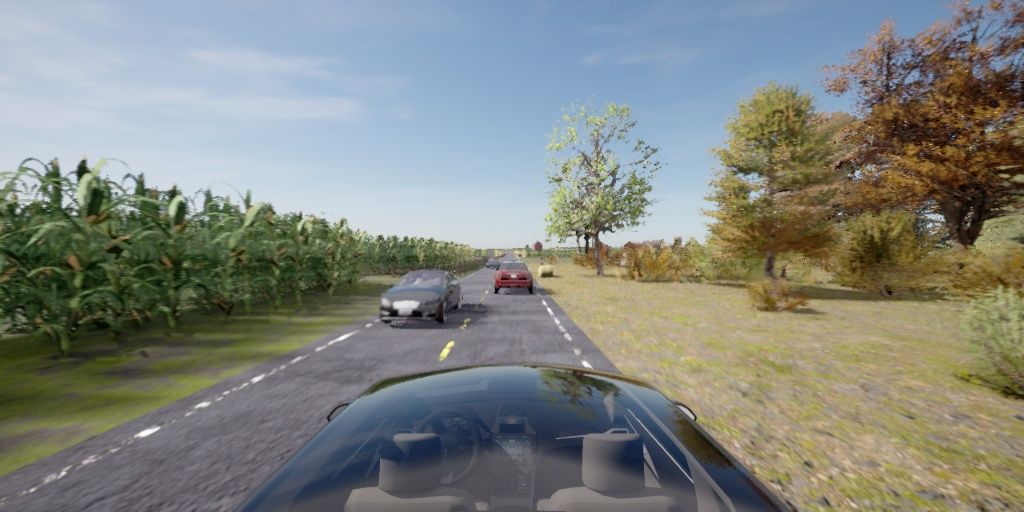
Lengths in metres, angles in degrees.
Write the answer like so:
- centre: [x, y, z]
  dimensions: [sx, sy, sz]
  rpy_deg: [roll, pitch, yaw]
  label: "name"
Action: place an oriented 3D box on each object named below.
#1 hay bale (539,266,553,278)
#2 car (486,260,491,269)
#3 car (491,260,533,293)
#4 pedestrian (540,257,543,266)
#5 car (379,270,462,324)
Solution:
- centre: [3.110, 1.366, 32.856]
  dimensions: [1.220, 1.180, 1.240]
  rpy_deg: [0, 0, 0]
  label: "hay bale"
- centre: [-2.838, 1.221, 54.173]
  dimensions: [1.994, 1.385, 4.181]
  rpy_deg: [0, 0, 0]
  label: "car"
- centre: [0.090, 1.084, 20.892]
  dimensions: [2.097, 1.767, 4.553]
  rpy_deg: [0, 0, 0]
  label: "car"
- centre: [2.809, 1.006, 33.969]
  dimensions: [0.375, 1.860, 0.375]
  rpy_deg: [0, 1, 0]
  label: "pedestrian"
- centre: [-2.854, 1.234, 12.055]
  dimensions: [2.128, 1.511, 4.902]
  rpy_deg: [0, 0, 0]
  label: "car"
